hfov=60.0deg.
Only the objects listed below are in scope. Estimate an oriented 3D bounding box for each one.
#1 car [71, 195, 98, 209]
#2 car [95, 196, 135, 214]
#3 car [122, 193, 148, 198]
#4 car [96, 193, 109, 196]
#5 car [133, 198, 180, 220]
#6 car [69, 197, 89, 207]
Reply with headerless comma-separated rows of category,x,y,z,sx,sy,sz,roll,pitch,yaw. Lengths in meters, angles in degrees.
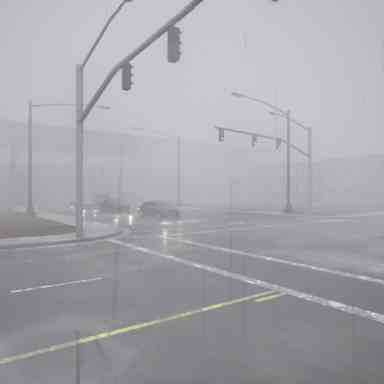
car,-14.258,1.526,44.302,1.812,1.442,4.674,0,0,-32
car,-8.455,1.478,36.017,1.882,1.535,5.008,0,0,-36
car,-12.299,1.222,69.200,2.150,2.045,5.566,0,0,29
car,-13.985,1.221,51.407,2.150,2.045,5.566,-1,0,-22
car,-2.872,1.505,28.448,1.837,1.490,4.892,0,0,-36
car,-18.308,1.547,54.178,2.033,1.411,5.357,0,0,-8
